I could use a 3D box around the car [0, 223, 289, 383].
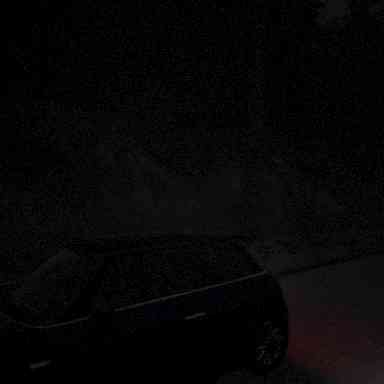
[{"bbox_3d":[-0.980,1.338,3.908,4.553,1.767,2.097,-1,0,-35],"label":"car"}]
